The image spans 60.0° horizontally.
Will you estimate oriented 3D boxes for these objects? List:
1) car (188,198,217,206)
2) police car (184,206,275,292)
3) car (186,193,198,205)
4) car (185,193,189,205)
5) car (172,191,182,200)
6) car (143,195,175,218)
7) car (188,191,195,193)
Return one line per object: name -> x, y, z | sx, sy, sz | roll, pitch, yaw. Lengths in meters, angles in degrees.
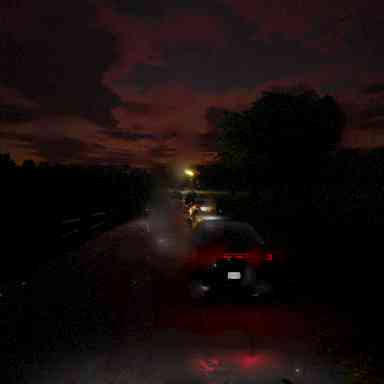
car -> 0.807, 1.368, 19.120 | 1.801, 1.575, 5.366 | 0, 1, 0
police car -> 0.816, 1.402, 9.040 | 1.930, 1.638, 5.238 | 0, 0, 0
car -> 0.801, 1.211, 24.901 | 2.097, 1.767, 4.553 | 0, 1, 0
car -> -0.003, 1.150, 46.640 | 1.895, 1.301, 4.718 | 0, 1, 1
car -> -2.808, 0.645, 61.392 | 1.882, 1.535, 5.008 | 0, 2, 0
car -> -2.876, 1.321, 27.813 | 2.128, 1.511, 4.902 | 0, 1, 0
car -> -0.061, 0.574, 65.745 | 2.033, 1.411, 5.357 | 0, 2, 0
